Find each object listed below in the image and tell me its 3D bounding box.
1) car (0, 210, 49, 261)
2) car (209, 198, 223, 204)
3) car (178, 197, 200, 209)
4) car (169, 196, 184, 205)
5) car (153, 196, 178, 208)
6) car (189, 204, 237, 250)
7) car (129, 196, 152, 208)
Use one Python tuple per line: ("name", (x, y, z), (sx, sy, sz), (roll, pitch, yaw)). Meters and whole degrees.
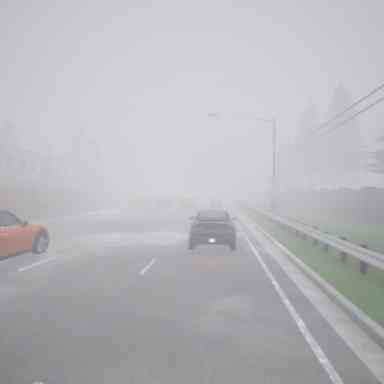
("car", (-6.446, 1.314, 10.459), (2.097, 1.767, 4.553), (0, 0, 4))
("car", (3.308, 1.567, 45.754), (2.033, 1.411, 5.357), (0, 0, 4))
("car", (-0.323, 1.476, 45.492), (1.882, 1.535, 5.008), (0, 0, 4))
("car", (-2.762, 1.532, 59.325), (2.033, 1.411, 5.357), (0, 0, 4))
("car", (-3.645, 1.471, 46.585), (2.128, 1.511, 4.902), (0, 0, 4))
("car", (0.907, 1.510, 14.504), (1.837, 1.490, 4.892), (0, 0, 4))
("car", (-7.302, 1.435, 46.033), (1.882, 1.535, 5.008), (0, 0, 4))
